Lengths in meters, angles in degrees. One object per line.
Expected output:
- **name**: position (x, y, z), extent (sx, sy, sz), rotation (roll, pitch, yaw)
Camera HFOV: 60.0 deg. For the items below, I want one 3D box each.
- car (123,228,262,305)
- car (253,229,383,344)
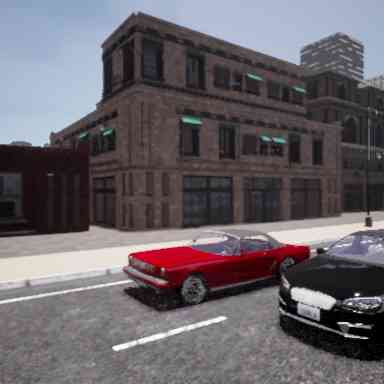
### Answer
- **car**: position (0.769, 1.615, 8.229), extent (4.718, 1.301, 1.895), rotation (0, 0, -36)
- **car**: position (3.716, 1.510, 6.337), extent (4.902, 1.511, 2.128), rotation (0, 0, -35)
